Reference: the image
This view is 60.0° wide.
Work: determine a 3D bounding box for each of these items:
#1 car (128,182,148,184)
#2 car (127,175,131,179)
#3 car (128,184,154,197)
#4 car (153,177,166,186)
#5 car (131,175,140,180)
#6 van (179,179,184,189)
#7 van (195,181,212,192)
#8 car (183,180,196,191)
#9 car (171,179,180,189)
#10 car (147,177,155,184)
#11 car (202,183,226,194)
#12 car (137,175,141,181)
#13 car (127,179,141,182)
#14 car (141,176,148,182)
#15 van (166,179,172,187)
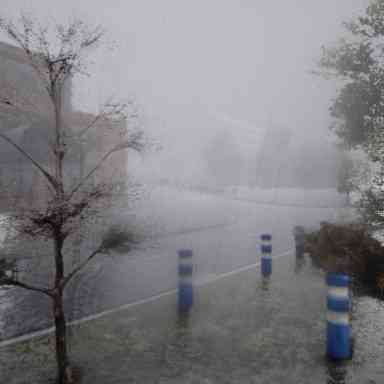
[{"bbox_3d":[-10.132,-0.341,55.128,2.163,1.488,4.792,5,6,36],"label":"car"},{"bbox_3d":[-14.772,-3.444,93.590,1.946,1.575,5.366,6,5,36],"label":"car"},{"bbox_3d":[-8.498,-0.083,52.670,2.002,1.452,4.674,5,6,36],"label":"car"},{"bbox_3d":[-6.473,-2.184,81.191,2.231,1.521,4.892,6,5,37],"label":"car"},{"bbox_3d":[-12.985,-3.447,91.260,2.435,2.045,5.566,5,5,36],"label":"car"},{"bbox_3d":[-0.140,-1.397,70.955,1.878,1.987,4.442,6,5,38],"label":"van"},{"bbox_3d":[3.178,-0.899,66.083,1.878,1.987,4.442,6,5,38],"label":"van"},{"bbox_3d":[1.506,-1.173,68.492,2.435,2.045,5.566,6,5,38],"label":"car"},{"bbox_3d":[-1.690,-1.552,73.566,2.185,1.767,4.553,6,5,38],"label":"car"},{"bbox_3d":[-8.084,-2.409,83.737,2.163,1.488,4.792,5,5,37],"label":"car"},{"bbox_3d":[4.683,-0.420,63.473,2.097,1.535,5.008,6,5,38],"label":"car"},{"bbox_3d":[-11.368,-2.943,88.752,2.231,1.521,4.892,5,5,37],"label":"car"},{"bbox_3d":[-11.772,-0.741,57.546,2.185,1.767,4.553,5,6,36],"label":"car"},{"bbox_3d":[-9.699,-2.942,86.243,2.435,2.045,5.566,5,5,37],"label":"car"},{"bbox_3d":[-3.192,-1.908,76.209,1.878,1.987,4.442,6,5,38],"label":"van"}]
